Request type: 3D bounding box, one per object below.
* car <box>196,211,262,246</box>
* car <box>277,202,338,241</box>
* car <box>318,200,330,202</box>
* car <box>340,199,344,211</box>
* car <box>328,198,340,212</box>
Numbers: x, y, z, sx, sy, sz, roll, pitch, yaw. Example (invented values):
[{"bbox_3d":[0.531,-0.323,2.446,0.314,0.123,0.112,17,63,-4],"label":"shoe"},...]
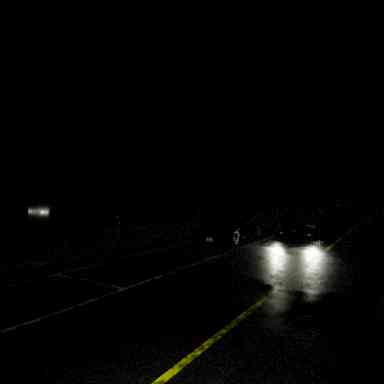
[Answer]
[{"bbox_3d":[1.865,1.566,15.398,1.947,1.339,4.313,0,0,32],"label":"car"},{"bbox_3d":[5.866,1.478,16.958,1.882,1.535,5.008,0,0,32],"label":"car"},{"bbox_3d":[10.644,1.582,29.458,1.802,1.307,4.206,0,0,32],"label":"car"},{"bbox_3d":[16.497,1.441,38.830,1.967,1.590,4.097,0,0,32],"label":"car"},{"bbox_3d":[13.571,1.566,34.144,1.947,1.339,4.313,0,0,32],"label":"car"}]
